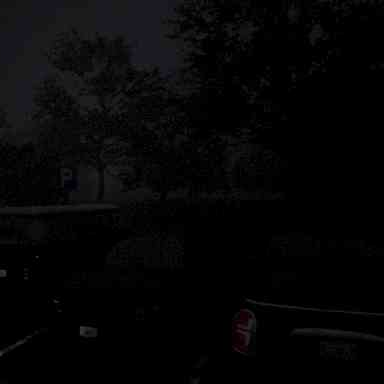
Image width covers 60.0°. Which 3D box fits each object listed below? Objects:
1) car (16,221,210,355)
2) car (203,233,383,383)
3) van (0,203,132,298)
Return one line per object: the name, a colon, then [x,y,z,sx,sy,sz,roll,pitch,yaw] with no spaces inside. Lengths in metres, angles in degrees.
car: [-0.638,1.504,6.554,2.097,1.535,5.008,0,-1,15]
car: [1.767,1.365,4.808,2.185,1.767,4.553,0,-1,15]
van: [-3.054,1.294,8.372,1.878,1.987,4.442,0,-1,15]
